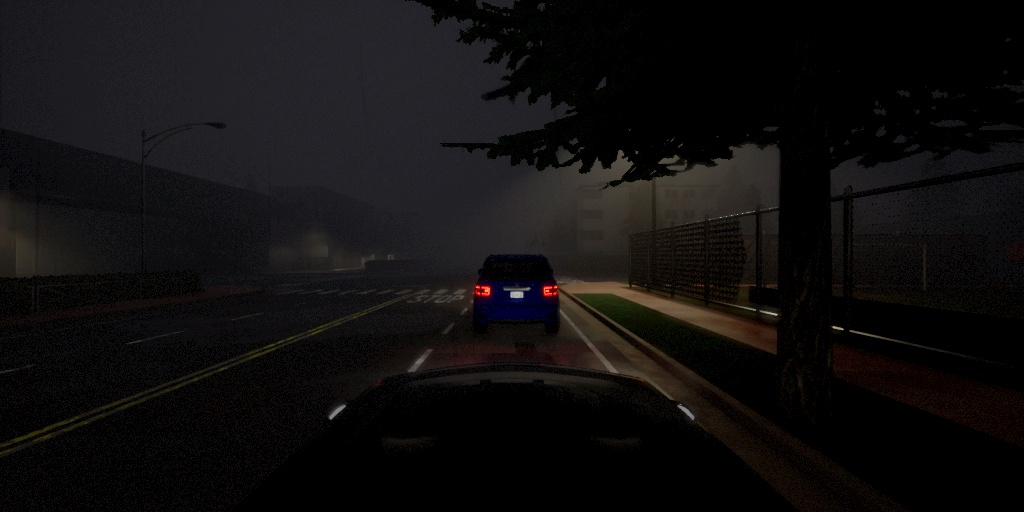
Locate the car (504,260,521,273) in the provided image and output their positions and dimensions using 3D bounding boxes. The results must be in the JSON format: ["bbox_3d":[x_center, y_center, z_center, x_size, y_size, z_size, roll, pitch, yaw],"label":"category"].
[{"bbox_3d":[0.027,1.240,45.664,2.128,1.511,4.902,0,0,0],"label":"car"}]

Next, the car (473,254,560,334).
[{"bbox_3d":[0.116,0.971,10.798,2.150,2.045,5.566,0,0,0],"label":"car"}]
